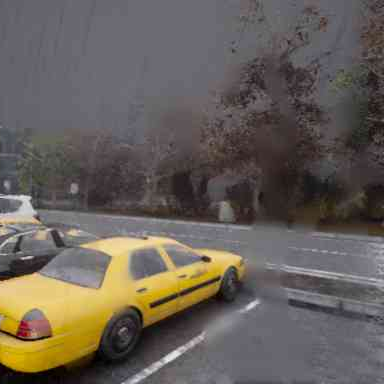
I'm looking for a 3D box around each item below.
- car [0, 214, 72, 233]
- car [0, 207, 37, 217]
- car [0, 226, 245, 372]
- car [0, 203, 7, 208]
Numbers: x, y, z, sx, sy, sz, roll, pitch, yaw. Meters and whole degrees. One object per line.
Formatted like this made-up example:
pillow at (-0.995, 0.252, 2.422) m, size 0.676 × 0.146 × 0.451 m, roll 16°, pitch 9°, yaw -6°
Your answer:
car at (-3.217, 1.417, 7.420) m, size 2.231 × 1.521 × 4.892 m, roll 1°, pitch 0°, yaw 35°
car at (-5.583, 1.387, 8.882) m, size 1.946 × 1.575 × 5.366 m, roll 1°, pitch 0°, yaw 35°
car at (-0.843, 1.439, 5.968) m, size 1.946 × 1.575 × 5.366 m, roll 1°, pitch 0°, yaw 35°
car at (-10.004, 1.338, 12.246) m, size 2.097 × 1.535 × 5.008 m, roll 1°, pitch 0°, yaw 35°
